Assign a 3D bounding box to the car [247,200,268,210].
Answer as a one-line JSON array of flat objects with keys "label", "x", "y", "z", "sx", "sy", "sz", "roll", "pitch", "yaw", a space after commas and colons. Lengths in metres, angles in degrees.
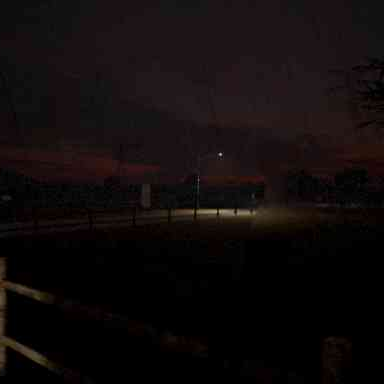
[{"label": "car", "x": 10.460, "y": 2.015, "z": 52.603, "sx": 2.128, "sy": 1.511, "sz": 4.902, "roll": 2, "pitch": 0, "yaw": 36}]
